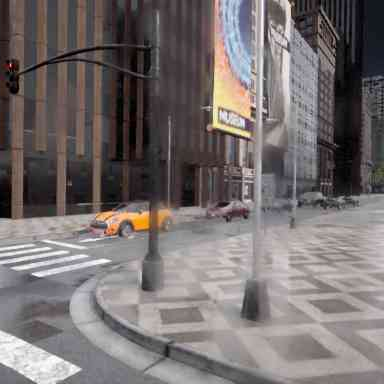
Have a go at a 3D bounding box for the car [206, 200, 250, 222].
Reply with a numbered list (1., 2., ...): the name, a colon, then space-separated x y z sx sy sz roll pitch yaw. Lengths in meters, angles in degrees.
1. car: 2.881 1.392 25.630 1.812 1.442 4.674 1 1 36

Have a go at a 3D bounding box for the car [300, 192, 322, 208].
1. car: 15.552 1.000 43.415 2.150 2.045 5.566 1 1 35

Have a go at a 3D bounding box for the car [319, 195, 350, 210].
1. car: 17.653 1.342 41.044 1.837 1.490 4.892 1 1 36

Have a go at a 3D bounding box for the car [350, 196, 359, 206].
1. car: 23.636 1.297 49.583 1.837 1.490 4.892 1 1 35

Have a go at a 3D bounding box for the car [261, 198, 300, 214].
1. car: 8.892 1.373 34.113 2.033 1.411 5.357 1 1 35

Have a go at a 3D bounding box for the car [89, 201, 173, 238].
1. car: -3.061 1.258 17.276 2.097 1.767 4.553 1 1 36
